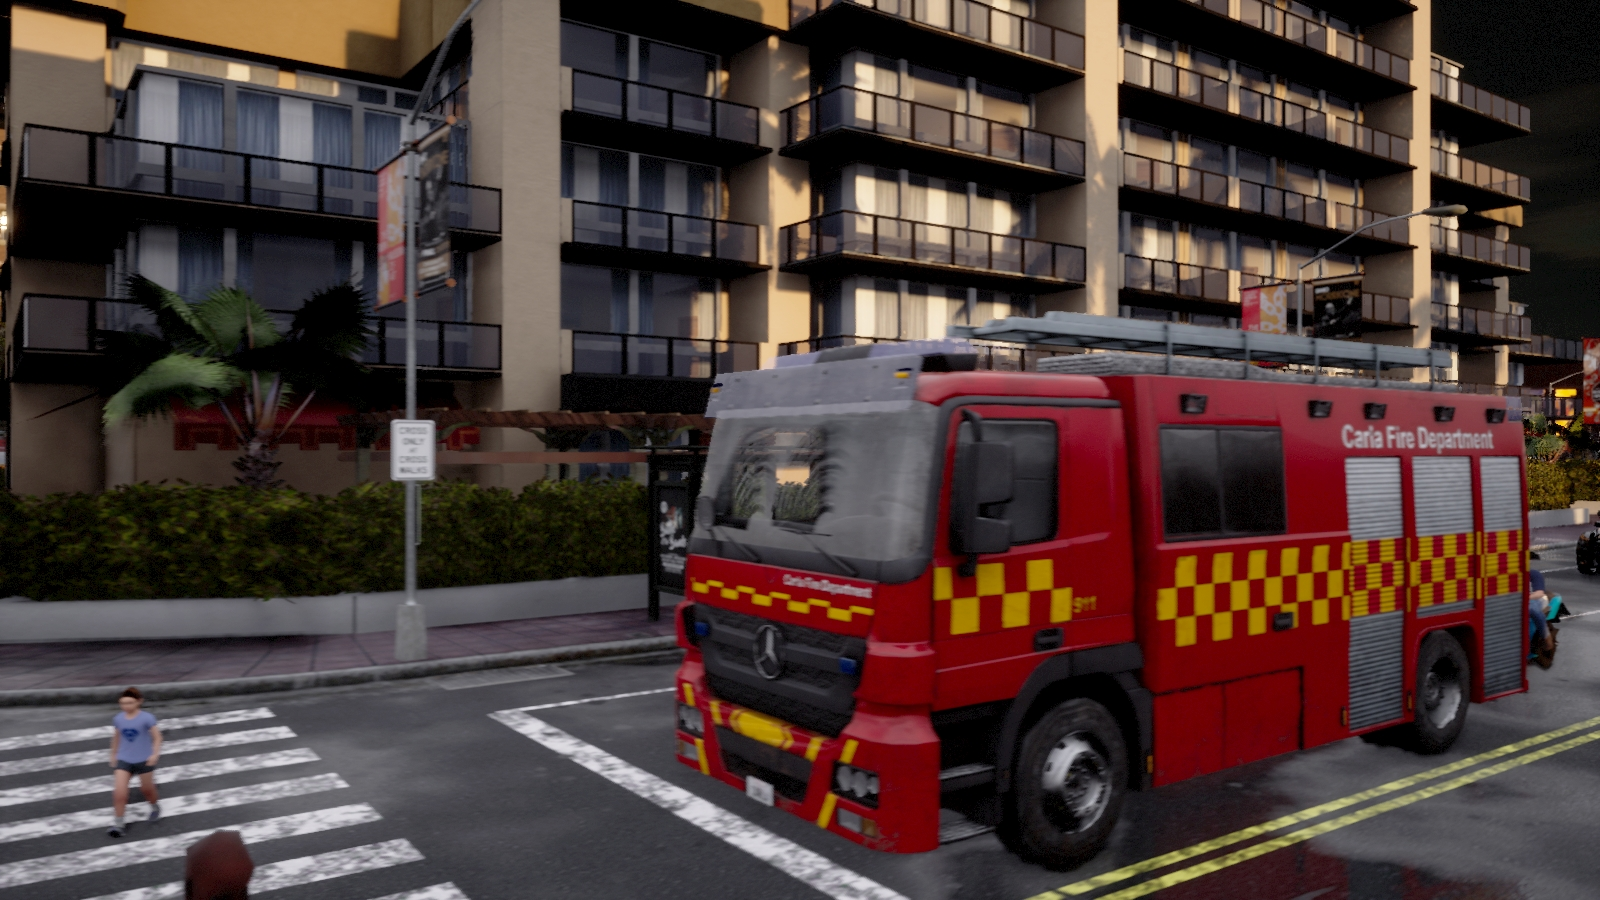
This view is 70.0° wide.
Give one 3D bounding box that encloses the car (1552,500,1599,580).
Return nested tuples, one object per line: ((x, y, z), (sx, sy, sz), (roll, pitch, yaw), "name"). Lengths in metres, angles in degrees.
((19.567, 2.006, 26.245), (5.238, 1.638, 2.097), (0, 0, -36), "car")

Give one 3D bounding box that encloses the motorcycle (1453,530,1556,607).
((13.399, 2.223, 21.720), (2.209, 1.251, 0.867), (0, 0, -35), "motorcycle")

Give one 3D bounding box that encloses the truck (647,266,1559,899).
((3.135, 0.898, 9.942), (8.468, 3.827, 2.891), (0, 0, -35), "truck")

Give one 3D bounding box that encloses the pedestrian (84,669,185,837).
((-4.932, 2.230, 8.487), (0.500, 1.100, 0.500), (0, 0, -9), "pedestrian")

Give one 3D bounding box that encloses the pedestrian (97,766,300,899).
((-1.611, 1.850, 3.063), (0.375, 1.860, 0.375), (0, 0, 42), "pedestrian")

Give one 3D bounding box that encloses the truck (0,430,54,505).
((-43.521, 0.890, 58.538), (8.468, 3.827, 2.891), (0, 0, -23), "truck")
